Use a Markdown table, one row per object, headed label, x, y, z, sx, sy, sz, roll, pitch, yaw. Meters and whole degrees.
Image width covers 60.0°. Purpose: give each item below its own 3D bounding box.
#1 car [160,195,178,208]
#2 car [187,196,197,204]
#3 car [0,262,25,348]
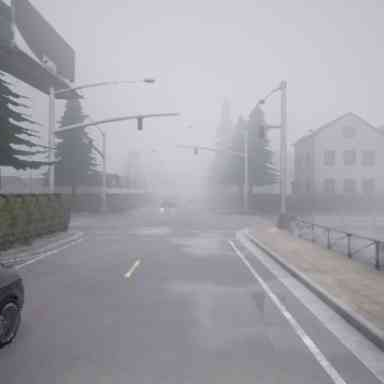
| label | x | y | z | sx | sy | sz | roll | pitch | yaw |
| --- | --- | --- | --- | --- | --- | --- | --- | --- | --- |
| car | -3.572 | 1.441 | 49.699 | 2.097 | 1.767 | 4.553 | 0 | 0 | 0 |
| car | 0.002 | 1.608 | 65.384 | 2.128 | 1.511 | 4.902 | 0 | 0 | 0 |
| car | -3.588 | 1.532 | 3.598 | 1.812 | 1.442 | 4.674 | 0 | 0 | 0 |
